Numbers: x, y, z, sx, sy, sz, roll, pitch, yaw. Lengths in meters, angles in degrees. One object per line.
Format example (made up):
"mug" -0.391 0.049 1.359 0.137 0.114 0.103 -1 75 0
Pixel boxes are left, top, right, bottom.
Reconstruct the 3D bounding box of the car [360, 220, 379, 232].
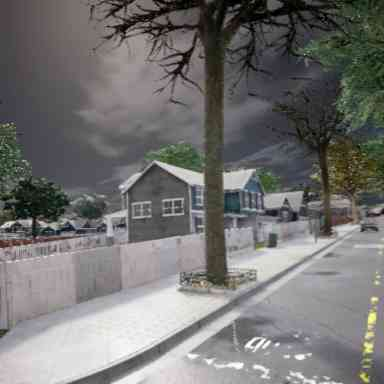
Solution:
"car" 21.281 4.021 39.755 2.033 1.411 5.357 -6 -6 30
